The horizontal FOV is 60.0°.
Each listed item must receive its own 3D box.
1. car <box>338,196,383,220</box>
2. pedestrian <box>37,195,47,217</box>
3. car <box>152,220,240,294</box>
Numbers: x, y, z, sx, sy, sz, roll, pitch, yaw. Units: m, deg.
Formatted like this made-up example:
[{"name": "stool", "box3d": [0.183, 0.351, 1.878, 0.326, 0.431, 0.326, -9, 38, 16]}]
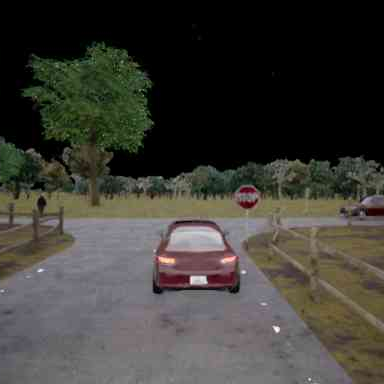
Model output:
[{"name": "car", "box3d": [12.938, 1.043, 23.717, 4.553, 1.767, 2.097, 0, -1, -1]}, {"name": "pedestrian", "box3d": [-12.137, 1.079, 26.823, 0.375, 1.860, 0.375, 0, -1, 0]}, {"name": "car", "box3d": [0.043, 1.426, 8.396, 1.812, 1.442, 4.674, 0, 1, -2]}]
